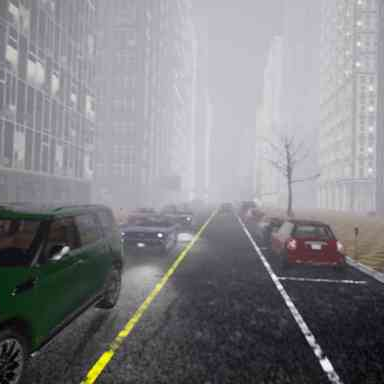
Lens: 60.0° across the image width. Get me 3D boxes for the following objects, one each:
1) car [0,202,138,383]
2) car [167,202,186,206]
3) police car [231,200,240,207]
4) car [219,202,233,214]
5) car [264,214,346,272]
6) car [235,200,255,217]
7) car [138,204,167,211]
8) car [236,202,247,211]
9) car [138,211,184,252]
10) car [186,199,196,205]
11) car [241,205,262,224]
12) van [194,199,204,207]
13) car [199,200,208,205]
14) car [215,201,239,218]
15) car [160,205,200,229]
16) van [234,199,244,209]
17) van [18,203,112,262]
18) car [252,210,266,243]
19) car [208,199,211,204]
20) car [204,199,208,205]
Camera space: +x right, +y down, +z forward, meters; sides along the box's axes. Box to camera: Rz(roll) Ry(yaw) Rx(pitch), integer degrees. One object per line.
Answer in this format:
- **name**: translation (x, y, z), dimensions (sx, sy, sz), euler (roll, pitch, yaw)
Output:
- **car**: translation (-2.704, 1.209, 5.128), dimensions (2.150, 2.045, 5.566), euler (2, -1, 6)
- **car**: translation (-2.193, 1.940, 35.469), dimensions (1.947, 1.339, 4.313), euler (2, -1, 6)
- **police car**: translation (10.503, 2.714, 80.259), dimensions (1.930, 1.638, 5.238), euler (2, -1, 6)
- **car**: translation (4.953, 2.244, 48.404), dimensions (1.837, 1.490, 4.892), euler (2, 0, 6)
- **car**: translation (3.939, 1.701, 11.947), dimensions (1.967, 1.590, 4.097), euler (2, -1, 6)
- **car**: translation (6.729, 2.002, 40.252), dimensions (2.192, 1.841, 5.009), euler (2, -1, 6)
- **car**: translation (-3.364, 1.747, 24.155), dimensions (1.887, 1.381, 4.507), euler (2, -1, 6)
- **car**: translation (8.483, 2.474, 57.394), dimensions (1.752, 1.417, 4.829), euler (2, -1, 6)
- **car**: translation (-1.715, 1.735, 14.832), dimensions (1.895, 1.301, 4.718), euler (2, -1, 6)
- **car**: translation (-1.030, 2.112, 46.786), dimensions (1.947, 1.339, 4.313), euler (2, -1, 6)
- **car**: translation (5.557, 2.097, 28.932), dimensions (1.802, 1.307, 4.206), euler (2, -1, 6)
- **van**: translation (0.723, 2.147, 63.765), dimensions (1.690, 1.788, 3.998), euler (2, -1, 6)
- **car**: translation (3.040, 2.703, 86.397), dimensions (2.008, 1.369, 4.403), euler (2, -1, 6)
- **car**: translation (3.807, 2.058, 37.278), dimensions (2.128, 1.511, 4.902), euler (2, -1, 6)
- **car**: translation (-0.727, 1.880, 24.361), dimensions (1.895, 1.301, 4.718), euler (2, -1, 6)
- **van**: translation (9.635, 2.460, 68.544), dimensions (1.690, 1.788, 3.998), euler (2, -1, 6)
- **van**: translation (-4.630, 1.368, 12.852), dimensions (1.690, 1.788, 3.998), euler (2, -1, 6)
- **car**: translation (4.460, 1.911, 17.609), dimensions (1.947, 1.339, 4.313), euler (2, -1, 6)
- **car**: translation (4.827, 2.562, 77.516), dimensions (2.033, 1.411, 5.357), euler (2, -1, 6)
- **car**: translation (1.877, 2.544, 75.080), dimensions (1.947, 1.339, 4.313), euler (2, -1, 6)
